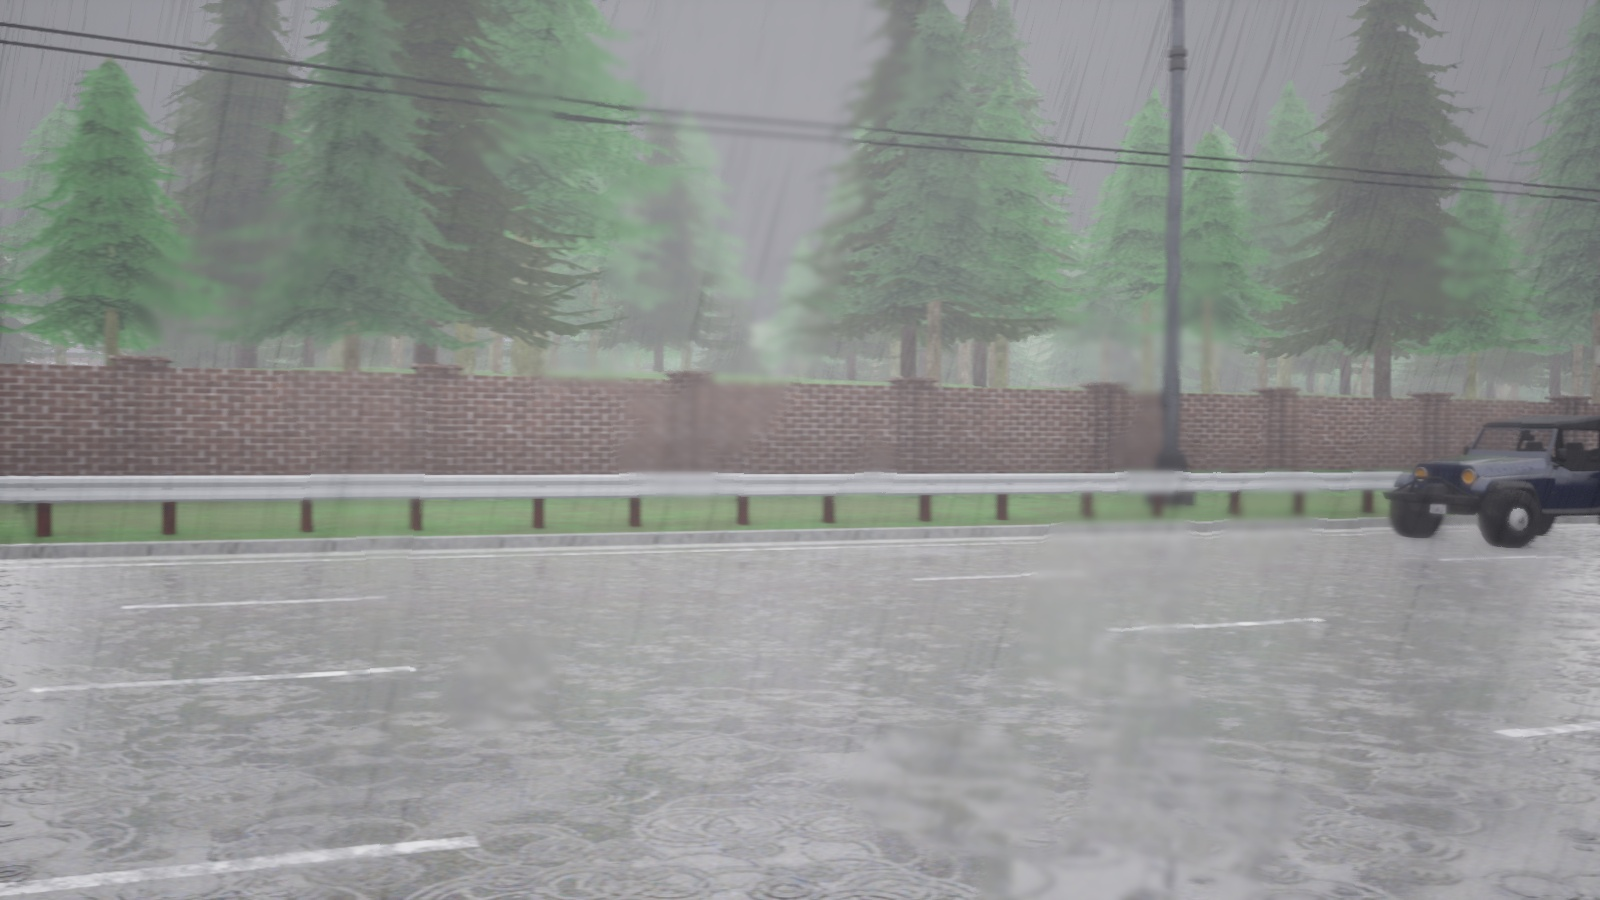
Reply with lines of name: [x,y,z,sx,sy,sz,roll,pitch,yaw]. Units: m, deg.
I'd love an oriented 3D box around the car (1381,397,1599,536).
car: [10.845,0.184,18.585,3.866,1.878,1.905,-1,1,-21]
